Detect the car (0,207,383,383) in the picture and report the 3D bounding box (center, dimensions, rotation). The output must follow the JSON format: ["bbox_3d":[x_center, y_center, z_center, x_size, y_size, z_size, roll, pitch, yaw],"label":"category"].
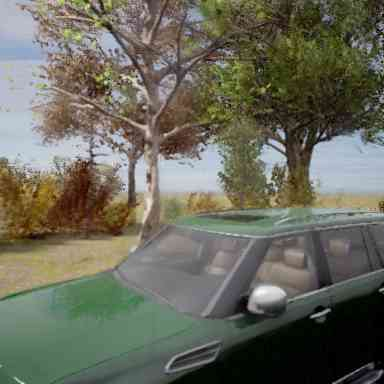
[{"bbox_3d":[0.587,1.237,3.731,5.566,2.045,2.150,0,0,-35],"label":"car"}]
